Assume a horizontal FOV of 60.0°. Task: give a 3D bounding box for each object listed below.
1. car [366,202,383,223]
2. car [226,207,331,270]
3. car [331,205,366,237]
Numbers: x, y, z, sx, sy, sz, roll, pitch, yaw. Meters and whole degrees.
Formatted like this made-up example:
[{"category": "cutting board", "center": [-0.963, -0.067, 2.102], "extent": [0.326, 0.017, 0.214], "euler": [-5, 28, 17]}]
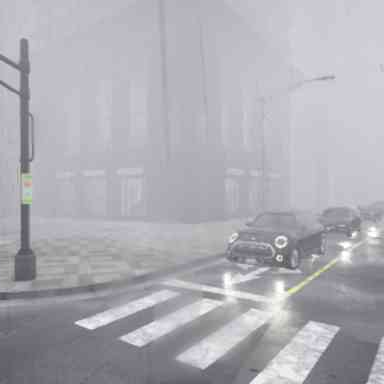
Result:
[{"category": "car", "center": [14.223, 1.765, 27.198], "extent": [1.895, 1.301, 4.718], "euler": [0, 0, 36]}, {"category": "car", "center": [3.052, 1.451, 11.605], "extent": [2.097, 1.767, 4.553], "euler": [0, 0, 36]}, {"category": "car", "center": [8.409, 1.635, 19.061], "extent": [1.837, 1.490, 4.892], "euler": [0, 0, 35]}]
